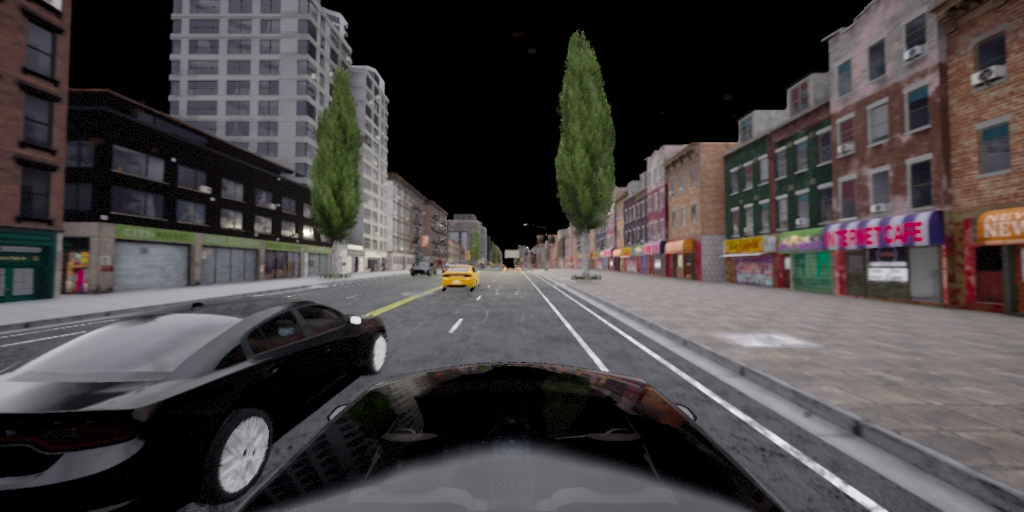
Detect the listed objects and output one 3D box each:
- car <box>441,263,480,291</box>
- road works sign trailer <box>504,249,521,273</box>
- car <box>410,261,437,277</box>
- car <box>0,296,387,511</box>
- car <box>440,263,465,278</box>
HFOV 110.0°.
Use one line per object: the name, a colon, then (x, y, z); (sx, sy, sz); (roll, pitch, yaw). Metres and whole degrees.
car: (-3.138, 1.331, 22.788); (1.882, 1.535, 5.008); (0, 0, 0)
road works sign trailer: (0.030, 0.720, 54.432); (2.380, 3.560, 2.880); (0, 0, 0)
car: (-9.812, 1.398, 40.024); (2.097, 1.767, 4.553); (0, -1, 0)
car: (-3.149, 1.231, 4.421); (1.882, 1.535, 5.008); (0, 0, 0)
car: (-6.564, 1.523, 39.921); (1.882, 1.535, 5.008); (0, -1, 0)
